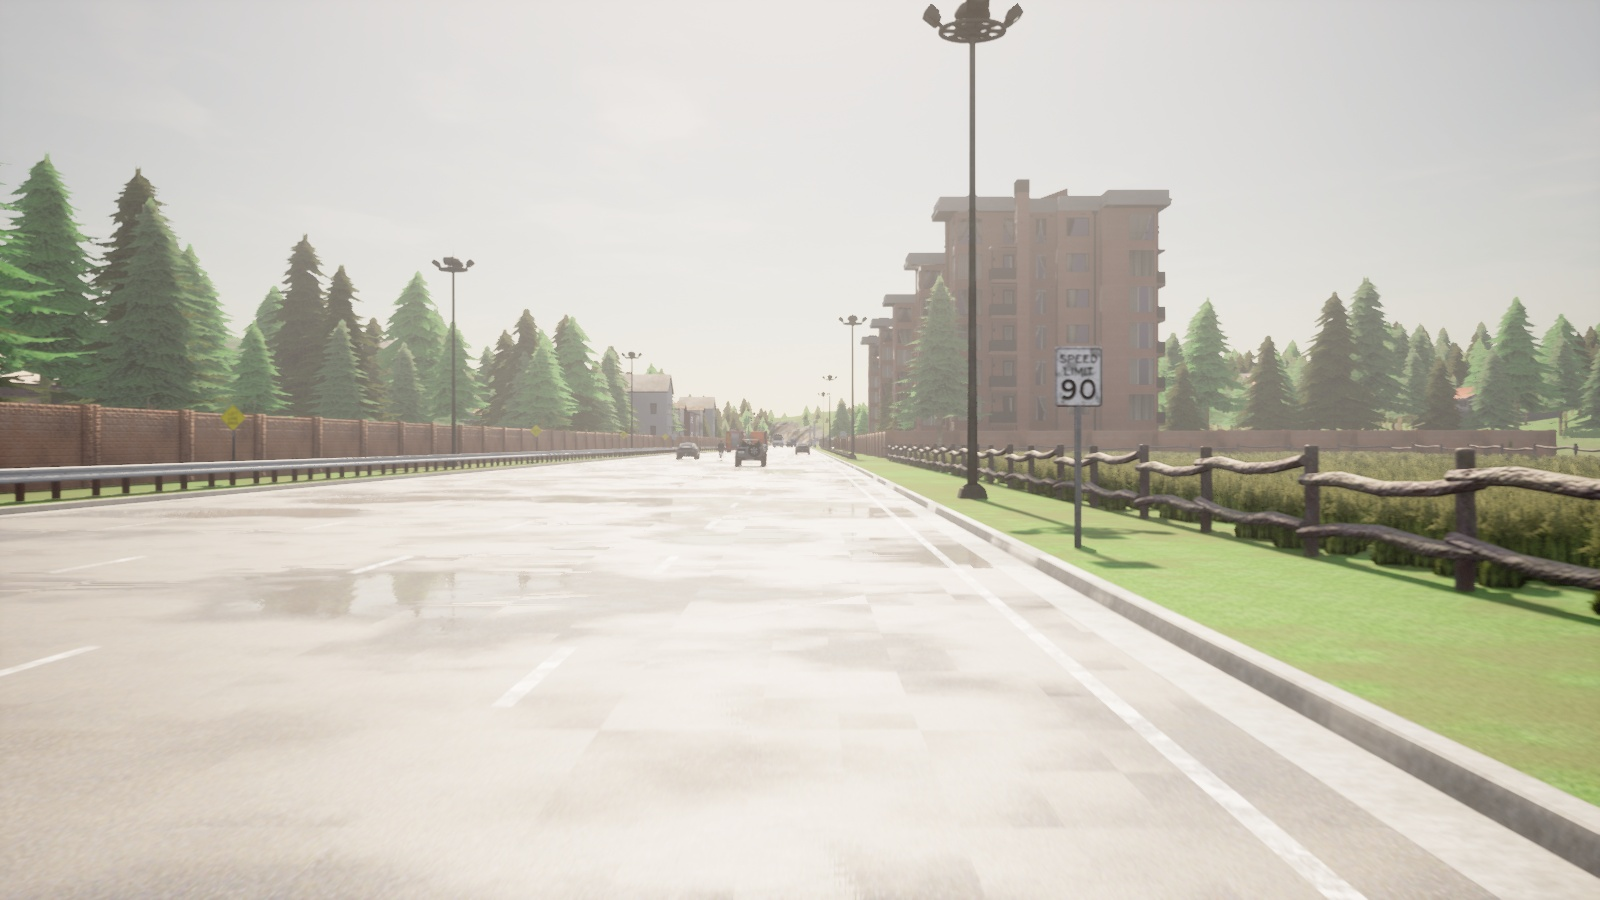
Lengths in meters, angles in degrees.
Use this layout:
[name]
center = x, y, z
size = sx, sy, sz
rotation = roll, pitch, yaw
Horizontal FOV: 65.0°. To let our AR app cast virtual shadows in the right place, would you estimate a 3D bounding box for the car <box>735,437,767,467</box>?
[car]
center = -3.132, 0.102, 80.868
size = 1.932, 1.855, 4.605
rotation = 0, 0, 0
